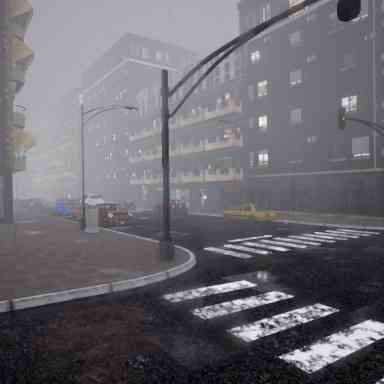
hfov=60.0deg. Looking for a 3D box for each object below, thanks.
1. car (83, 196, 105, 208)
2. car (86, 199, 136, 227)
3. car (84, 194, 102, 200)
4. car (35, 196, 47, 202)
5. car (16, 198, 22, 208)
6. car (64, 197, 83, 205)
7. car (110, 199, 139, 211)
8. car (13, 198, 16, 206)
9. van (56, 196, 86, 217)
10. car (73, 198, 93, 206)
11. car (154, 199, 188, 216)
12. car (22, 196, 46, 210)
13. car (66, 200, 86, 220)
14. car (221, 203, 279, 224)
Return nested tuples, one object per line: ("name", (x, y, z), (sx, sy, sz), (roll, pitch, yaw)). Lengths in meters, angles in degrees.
("car", (-15.123, 1.502, 51.334), (1.967, 1.590, 4.097), (-1, 1, -36))
("car", (-5.824, 1.553, 23.959), (1.967, 1.590, 4.097), (-1, 1, -36))
("car", (-13.835, 1.306, 45.084), (2.150, 2.045, 5.566), (-1, 0, -36))
("car", (-37.677, 1.728, 82.832), (1.887, 1.381, 4.507), (-1, 1, -36))
("car", (-25.156, 1.770, 50.956), (1.947, 1.339, 4.313), (-1, 1, -36))
("car", (-21.566, 1.645, 60.334), (2.008, 1.369, 4.403), (-1, 1, -36))
("car", (-8.677, 1.582, 42.336), (2.008, 1.369, 4.403), (-1, 1, -36))
("car", (-31.601, 1.783, 59.955), (1.887, 1.381, 4.507), (-1, 1, -36))
("van", (-12.270, 1.483, 32.957), (1.690, 1.788, 3.998), (-1, 1, -36))
("car", (-18.343, 1.644, 55.834), (1.947, 1.339, 4.313), (-1, 1, -36))
("car", (-2.233, 1.441, 33.336), (1.967, 1.590, 4.097), (-1, 1, -36))
("car", (-21.936, 1.628, 46.456), (1.967, 1.590, 4.097), (-1, 1, -36))
("car", (-8.946, 1.652, 28.321), (1.752, 1.417, 4.829), (-1, 1, -36))
("car", (4.113, 1.498, 24.477), (1.752, 1.417, 4.829), (-1, 1, -36))
